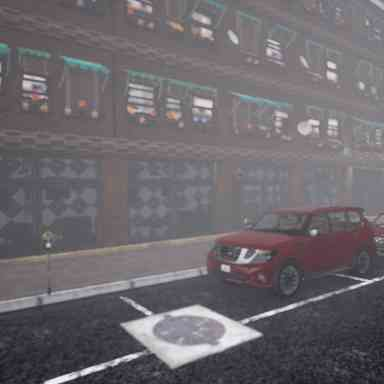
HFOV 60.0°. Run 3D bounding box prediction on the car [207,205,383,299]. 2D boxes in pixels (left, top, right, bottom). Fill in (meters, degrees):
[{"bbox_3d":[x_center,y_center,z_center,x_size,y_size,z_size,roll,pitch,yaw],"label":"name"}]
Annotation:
[{"bbox_3d":[2.764,1.298,8.548,5.009,1.841,2.192,0,-1,-35],"label":"car"}]
